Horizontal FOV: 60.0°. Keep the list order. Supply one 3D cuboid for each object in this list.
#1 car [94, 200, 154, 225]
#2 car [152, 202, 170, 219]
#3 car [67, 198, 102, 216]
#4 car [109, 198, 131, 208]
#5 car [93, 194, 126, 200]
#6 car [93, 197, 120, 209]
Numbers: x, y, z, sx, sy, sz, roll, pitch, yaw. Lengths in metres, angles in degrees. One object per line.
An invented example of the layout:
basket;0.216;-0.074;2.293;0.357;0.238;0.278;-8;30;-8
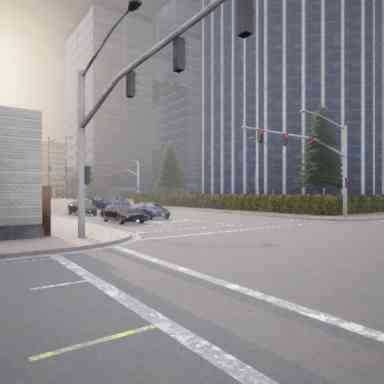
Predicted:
car;-5.305;1.603;25.232;2.033;1.411;5.357;0;0;-36
car;-3.711;1.581;29.045;1.812;1.442;4.674;0;0;-36
car;-10.975;1.560;33.141;1.837;1.490;4.892;0;0;-36
car;-11.274;1.619;51.872;1.994;1.385;4.181;0;0;-36
car;-9.374;1.277;36.917;2.150;2.045;5.566;0;0;-36
car;-12.203;1.547;47.167;2.128;1.511;4.902;0;0;-36
